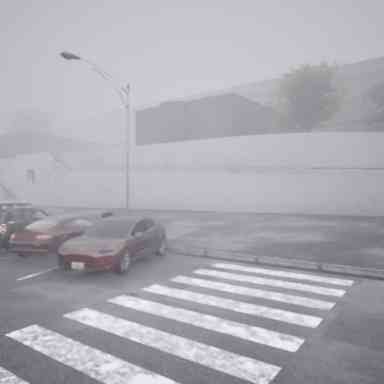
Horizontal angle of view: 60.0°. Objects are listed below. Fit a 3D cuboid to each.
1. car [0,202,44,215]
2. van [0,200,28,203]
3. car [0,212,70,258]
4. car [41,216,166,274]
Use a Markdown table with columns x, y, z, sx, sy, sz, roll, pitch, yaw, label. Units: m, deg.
| x | y | z | sx | sy | sz | roll | pitch | yaw | label |
| --- | --- | --- | --- | --- | --- | --- | --- | --- | --- |
| -7.277 | 1.492 | 14.642 | 2.185 | 1.767 | 4.553 | -1 | -1 | 15 | car |
| -9.667 | 1.421 | 16.518 | 1.878 | 1.987 | 4.442 | -1 | -1 | 15 | van |
| -4.842 | 1.631 | 12.933 | 2.002 | 1.452 | 4.674 | -1 | -1 | 16 | car |
| -2.398 | 1.593 | 11.163 | 2.163 | 1.488 | 4.792 | 0 | -1 | 15 | car |
